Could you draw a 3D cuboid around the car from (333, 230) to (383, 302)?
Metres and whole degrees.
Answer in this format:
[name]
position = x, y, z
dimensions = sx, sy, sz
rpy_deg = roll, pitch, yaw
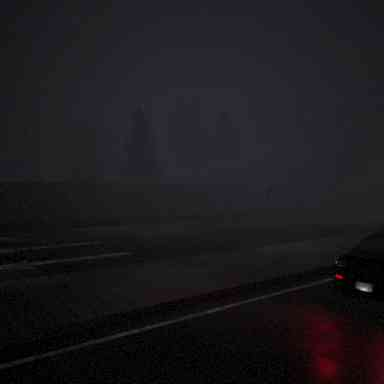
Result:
[car]
position = 4.948, 1.526, 7.278
dimensions = 4.674, 1.442, 1.812
rpy_deg = 0, 0, -35
